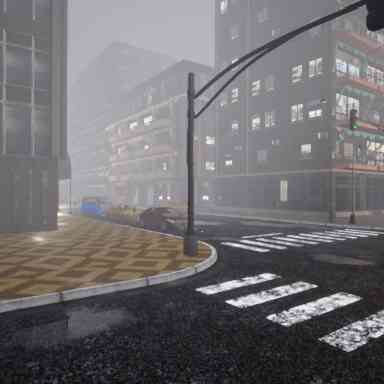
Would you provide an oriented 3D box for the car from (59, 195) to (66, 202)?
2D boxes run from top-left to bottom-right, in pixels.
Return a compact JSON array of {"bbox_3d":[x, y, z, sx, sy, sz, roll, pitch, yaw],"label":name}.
[{"bbox_3d":[-27.906,1.361,70.712,1.967,1.590,4.097,0,0,-36],"label":"car"}]

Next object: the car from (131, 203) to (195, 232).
[{"bbox_3d":[-1.713,1.526,19.803,1.802,1.307,4.206,0,0,-36],"label":"car"}]

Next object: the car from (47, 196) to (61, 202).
[{"bbox_3d":[-31.205,1.490,75.313,1.947,1.339,4.313,0,0,-36],"label":"car"}]

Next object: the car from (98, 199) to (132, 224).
[{"bbox_3d":[-4.914,1.459,24.267,1.752,1.417,4.829,0,0,-36],"label":"car"}]

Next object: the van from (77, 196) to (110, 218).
[{"bbox_3d":[-8.313,1.266,29.008,1.690,1.788,3.998,0,0,-36],"label":"van"}]

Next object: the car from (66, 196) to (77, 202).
[{"bbox_3d":[-21.405,1.448,61.645,1.752,1.417,4.829,0,0,-36],"label":"car"}]

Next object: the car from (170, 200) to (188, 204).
[{"bbox_3d":[-1.603,1.488,34.029,1.752,1.417,4.829,0,0,-36],"label":"car"}]
